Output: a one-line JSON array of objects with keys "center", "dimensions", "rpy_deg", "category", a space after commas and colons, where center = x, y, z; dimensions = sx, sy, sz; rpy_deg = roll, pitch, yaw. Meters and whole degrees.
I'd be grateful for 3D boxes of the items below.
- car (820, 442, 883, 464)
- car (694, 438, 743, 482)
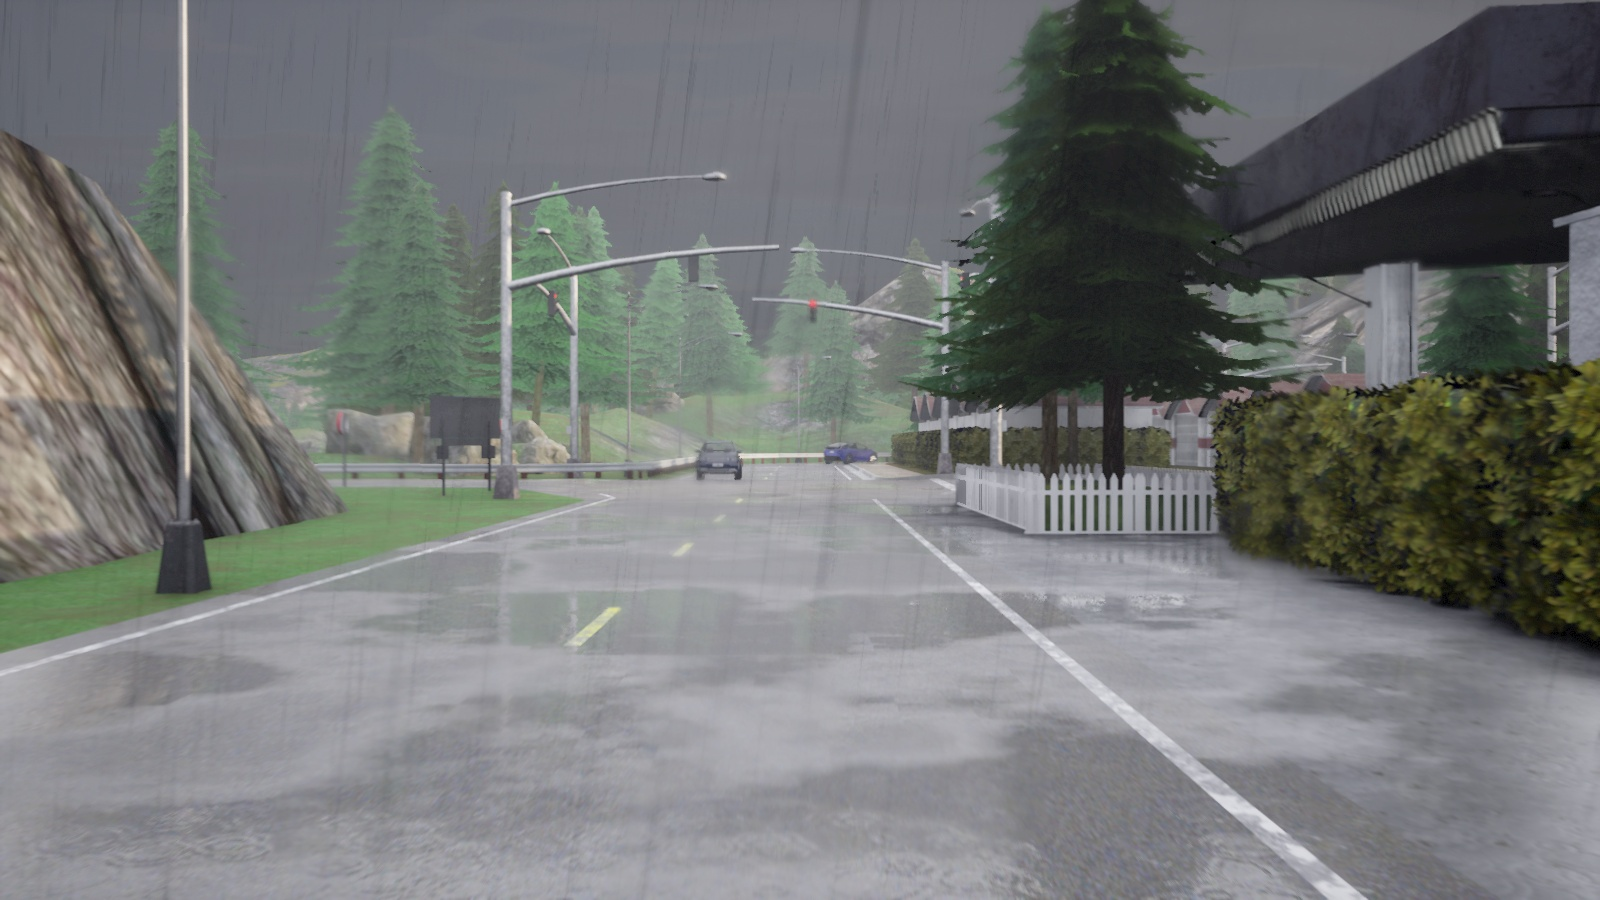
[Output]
[{"center": [3.568, 0.194, 86.637], "dimensions": [2.007, 1.525, 4.514], "rpy_deg": [0, 0, 39], "category": "car"}, {"center": [-3.079, 0.404, 47.797], "dimensions": [1.789, 1.549, 3.705], "rpy_deg": [0, -2, -3], "category": "car"}]
